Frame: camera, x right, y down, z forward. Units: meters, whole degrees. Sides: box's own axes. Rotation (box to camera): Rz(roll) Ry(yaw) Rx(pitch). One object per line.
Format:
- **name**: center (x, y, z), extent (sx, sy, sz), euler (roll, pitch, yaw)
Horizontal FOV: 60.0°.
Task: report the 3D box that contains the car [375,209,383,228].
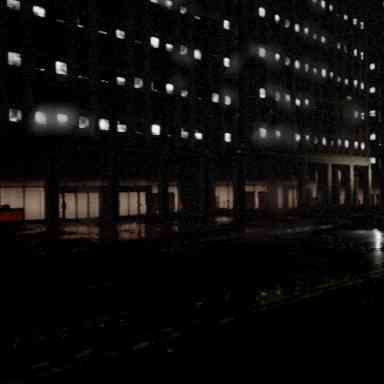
- **car**: center (13.731, 1.510, 21.447), extent (4.902, 1.511, 2.128), euler (0, 0, -35)
